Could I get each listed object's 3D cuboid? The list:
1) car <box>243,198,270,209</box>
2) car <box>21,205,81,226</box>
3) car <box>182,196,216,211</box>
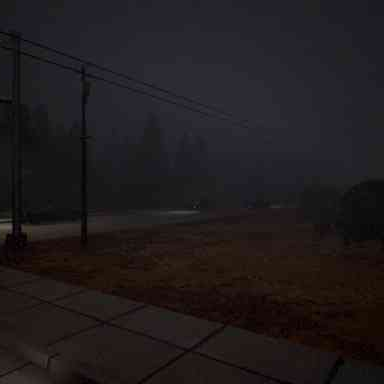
[{"bbox_3d":[8.428,1.467,43.024,1.895,1.301,4.718,0,0,37],"label":"car"},{"bbox_3d":[-10.271,1.614,24.008,1.895,1.301,4.718,0,0,37],"label":"car"},{"bbox_3d":[0.872,1.267,39.025,2.097,1.767,4.553,0,0,37],"label":"car"}]
